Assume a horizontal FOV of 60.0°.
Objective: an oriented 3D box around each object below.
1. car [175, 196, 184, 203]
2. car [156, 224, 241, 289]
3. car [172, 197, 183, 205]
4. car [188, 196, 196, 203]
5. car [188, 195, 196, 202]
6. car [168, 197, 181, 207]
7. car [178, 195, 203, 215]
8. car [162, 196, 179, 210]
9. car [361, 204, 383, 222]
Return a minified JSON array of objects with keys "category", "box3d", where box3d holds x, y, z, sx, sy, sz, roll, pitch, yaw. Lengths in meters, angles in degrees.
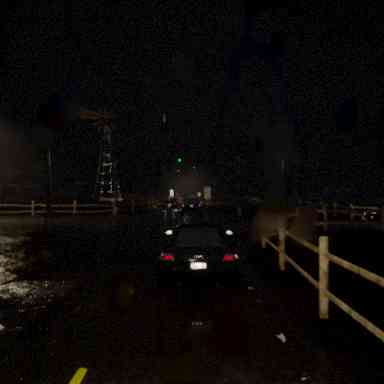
[{"category":"car","box3d":[-2.755,1.667,74.752,1.882,1.535,5.008,0,0,0]},{"category":"car","box3d":[0.198,1.561,9.197,1.994,1.385,4.181,0,0,2]},{"category":"car","box3d":[-2.757,1.702,64.623,1.994,1.385,4.181,0,0,0]},{"category":"car","box3d":[-0.005,1.723,75.636,1.812,1.442,4.674,0,0,0]},{"category":"car","box3d":[-0.003,1.619,85.796,2.097,1.767,4.553,0,0,0]},{"category":"car","box3d":[-2.798,1.569,54.671,1.882,1.535,5.008,0,0,1]},{"category":"car","box3d":[-0.001,1.371,33.656,2.097,1.767,4.553,0,0,1]},{"category":"car","box3d":[-2.848,1.545,44.868,2.128,1.511,4.902,0,0,0]},{"category":"car","box3d":[16.291,1.642,27.098,4.553,1.767,2.097,1,-1,0]}]
